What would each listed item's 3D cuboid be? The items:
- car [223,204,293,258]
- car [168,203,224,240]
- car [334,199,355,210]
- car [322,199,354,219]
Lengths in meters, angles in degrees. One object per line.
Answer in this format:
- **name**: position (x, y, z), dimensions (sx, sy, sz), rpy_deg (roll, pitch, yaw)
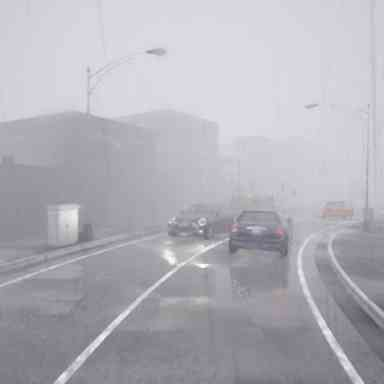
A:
- **car**: position (2.950, 1.413, 13.537), dimensions (2.097, 1.767, 4.553), rpy_deg (1, 0, 20)
- **car**: position (0.562, 1.371, 17.298), dimensions (2.097, 1.767, 4.553), rpy_deg (1, 0, 25)
- **car**: position (23.255, 1.872, 50.745), dimensions (1.882, 1.535, 5.008), rpy_deg (1, 0, 37)
- **car**: position (14.218, 1.610, 32.216), dimensions (2.097, 1.767, 4.553), rpy_deg (1, 0, 36)
